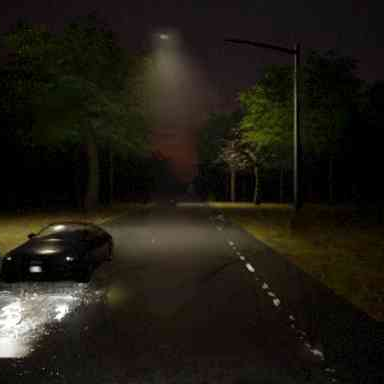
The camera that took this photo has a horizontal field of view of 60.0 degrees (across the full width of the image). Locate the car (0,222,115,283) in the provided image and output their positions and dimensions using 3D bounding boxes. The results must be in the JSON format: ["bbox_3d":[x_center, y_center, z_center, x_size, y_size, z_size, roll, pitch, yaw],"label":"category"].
[{"bbox_3d":[-3.599,1.595,9.634,1.994,1.385,4.181,0,0,0],"label":"car"}]

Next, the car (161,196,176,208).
[{"bbox_3d":[-3.567,1.495,51.689,2.097,1.767,4.553,0,0,0],"label":"car"}]
